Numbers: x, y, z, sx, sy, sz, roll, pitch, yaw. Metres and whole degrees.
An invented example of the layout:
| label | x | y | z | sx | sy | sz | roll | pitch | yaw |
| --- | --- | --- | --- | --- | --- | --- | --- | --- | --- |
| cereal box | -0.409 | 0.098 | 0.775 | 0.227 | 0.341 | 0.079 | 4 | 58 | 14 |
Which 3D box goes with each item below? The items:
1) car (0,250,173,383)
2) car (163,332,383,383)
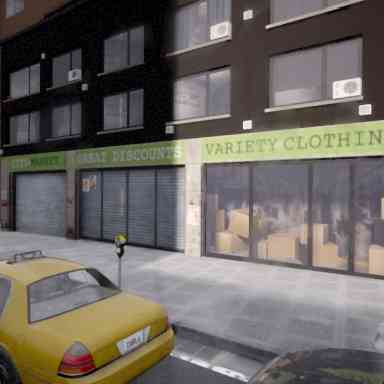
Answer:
| label | x | y | z | sx | sy | sz | roll | pitch | yaw |
| --- | --- | --- | --- | --- | --- | --- | --- | --- | --- |
| car | -2.510 | 1.524 | 4.801 | 4.829 | 1.417 | 1.752 | 0 | 1 | 35 |
| car | 2.229 | 1.551 | 1.534 | 4.403 | 1.369 | 2.008 | 0 | 1 | 35 |
